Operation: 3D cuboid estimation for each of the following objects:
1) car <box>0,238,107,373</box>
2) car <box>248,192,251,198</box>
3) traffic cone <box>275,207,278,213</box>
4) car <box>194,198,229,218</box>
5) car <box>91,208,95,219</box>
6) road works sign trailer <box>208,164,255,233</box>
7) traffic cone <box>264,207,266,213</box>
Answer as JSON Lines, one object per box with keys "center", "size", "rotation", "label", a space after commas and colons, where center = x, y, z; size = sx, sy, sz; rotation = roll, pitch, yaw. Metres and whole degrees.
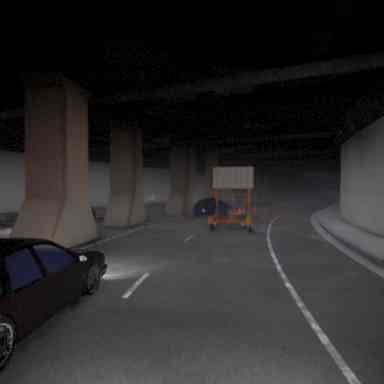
{"center": [-3.086, 1.481, 5.382], "size": [2.033, 1.411, 5.357], "rotation": [0, 1, 5], "label": "car"}
{"center": [8.944, 0.760, 58.212], "size": [2.097, 1.767, 4.553], "rotation": [0, 1, 28], "label": "car"}
{"center": [7.700, 1.653, 30.402], "size": [0.340, 0.580, 0.340], "rotation": [0, 1, 18], "label": "traffic cone"}
{"center": [1.699, 1.195, 27.046], "size": [1.882, 1.535, 5.008], "rotation": [0, 1, 19], "label": "car"}
{"center": [-7.768, 1.326, 20.513], "size": [1.994, 1.385, 4.181], "rotation": [0, 1, 15], "label": "car"}
{"center": [2.297, 0.274, 18.468], "size": [2.380, 3.560, 2.880], "rotation": [0, 1, 18], "label": "road works sign trailer"}
{"center": [6.748, 1.647, 30.707], "size": [0.340, 0.580, 0.340], "rotation": [0, 1, 18], "label": "traffic cone"}
